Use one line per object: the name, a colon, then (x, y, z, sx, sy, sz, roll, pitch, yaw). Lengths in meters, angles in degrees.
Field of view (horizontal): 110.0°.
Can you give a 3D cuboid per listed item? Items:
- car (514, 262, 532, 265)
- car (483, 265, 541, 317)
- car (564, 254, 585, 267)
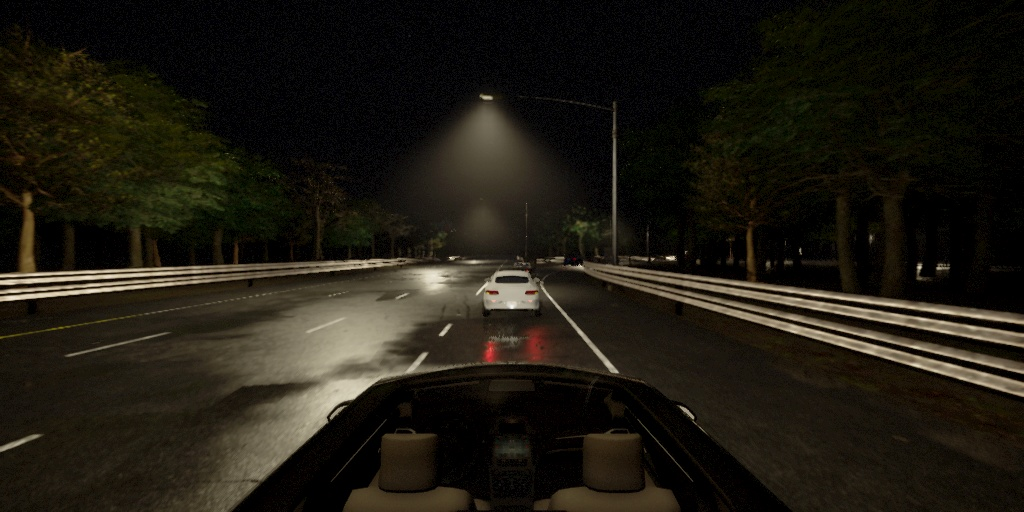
car: (1.001, 1.194, 30.121, 1.895, 1.301, 4.718, 0, 0, 9)
car: (0.005, 1.222, 12.779, 1.812, 1.442, 4.674, 0, 0, 0)
car: (10.030, 0.658, 57.416, 2.150, 2.045, 5.566, 0, 0, 28)
